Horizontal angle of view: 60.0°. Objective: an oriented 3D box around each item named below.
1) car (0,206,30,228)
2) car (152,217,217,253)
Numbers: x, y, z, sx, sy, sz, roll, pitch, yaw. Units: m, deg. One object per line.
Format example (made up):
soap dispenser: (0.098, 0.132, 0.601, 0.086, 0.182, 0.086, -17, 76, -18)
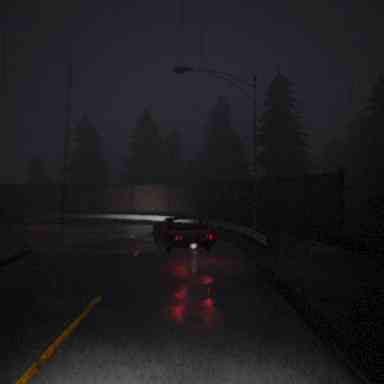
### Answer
car: (-14.093, 1.715, 23.449, 4.902, 1.511, 2.128, 0, -1, 0)
car: (-0.521, 1.741, 14.568, 1.895, 1.301, 4.718, 0, -1, -15)
